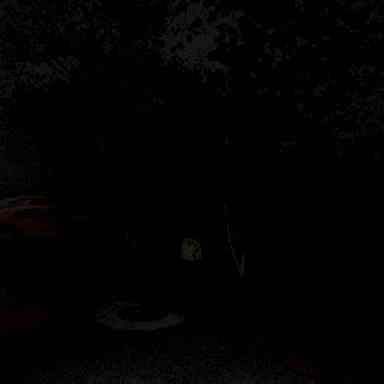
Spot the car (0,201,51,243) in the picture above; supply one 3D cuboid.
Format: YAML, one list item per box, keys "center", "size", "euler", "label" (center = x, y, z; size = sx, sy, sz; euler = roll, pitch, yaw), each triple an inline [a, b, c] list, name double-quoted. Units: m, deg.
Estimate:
- center: [-6.794, 1.343, 15.169]
  size: [5.008, 1.535, 2.097]
  euler: [1, 2, -30]
  label: "car"

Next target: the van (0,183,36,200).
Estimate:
- center: [-21.935, -0.043, 41.406]
  size: [4.442, 1.987, 1.878]
  euler: [1, 1, -30]
  label: "van"

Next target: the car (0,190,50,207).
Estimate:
- center: [-16.382, 0.612, 31.864]
  size: [4.792, 1.488, 2.163]
  euler: [1, 2, -30]
  label: "car"

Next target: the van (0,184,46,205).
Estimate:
- center: [-17.685, 0.248, 34.439]
  size: [4.442, 1.987, 1.878]
  euler: [1, 2, -30]
  label: "van"

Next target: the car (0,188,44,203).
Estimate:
- center: [-19.146, 0.398, 36.804]
  size: [4.792, 1.488, 2.163]
  euler: [1, 2, -30]
  label: "car"

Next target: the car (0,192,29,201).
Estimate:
- center: [-8.134, 1.109, 17.587]
  size: [4.553, 1.767, 2.185]
  euler: [1, 2, -30]
  label: "car"

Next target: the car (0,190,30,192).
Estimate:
- center: [-12.391, 0.905, 24.580]
  size: [5.366, 1.575, 1.946]
  euler: [1, 2, -30]
  label: "car"

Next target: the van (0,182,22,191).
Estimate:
- center: [-41.017, -1.236, 75.168]
  size: [4.442, 1.987, 1.878]
  euler: [1, 1, -30]
  label: "van"

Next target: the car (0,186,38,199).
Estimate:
- center: [-23.227, 0.096, 43.884]
  size: [5.008, 1.535, 2.097]
  euler: [1, 1, -30]
  label: "car"

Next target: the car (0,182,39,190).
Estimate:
- center: [-14.948, 0.442, 29.483]
  size: [5.566, 2.045, 2.435]
  euler: [1, 2, -30]
  label: "car"

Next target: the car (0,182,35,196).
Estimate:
- center: [-27.378, -0.411, 51.069]
  size: [5.566, 2.045, 2.435]
  euler: [1, 1, -30]
  label: "car"

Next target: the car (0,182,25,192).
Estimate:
- center: [-38.451, -1.097, 70.399]
  size: [5.566, 2.045, 2.435]
  euler: [1, 1, -30]
  label: "car"

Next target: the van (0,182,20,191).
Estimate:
- center: [-42.661, -1.329, 77.570]
  size: [4.442, 1.987, 1.878]
  euler: [1, 1, -30]
  label: "van"

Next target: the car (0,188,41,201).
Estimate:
- center: [-20.456, 0.305, 39.093]
  size: [4.792, 1.488, 2.163]
  euler: [1, 1, -30]
  label: "car"

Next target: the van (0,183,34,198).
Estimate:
- center: [-24.501, -0.213, 46.337]
  size: [4.442, 1.987, 1.878]
  euler: [1, 1, -30]
  label: "van"

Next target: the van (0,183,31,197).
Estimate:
- center: [-26.079, -0.302, 48.623]
  size: [4.442, 1.987, 1.878]
  euler: [1, 1, -30]
  label: "van"

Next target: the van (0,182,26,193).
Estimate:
- center: [-34.197, -0.814, 63.264]
  size: [4.442, 1.987, 1.878]
  euler: [1, 1, -30]
  label: "van"

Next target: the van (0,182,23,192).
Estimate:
- center: [-39.703, -1.155, 72.874]
  size: [4.442, 1.987, 1.878]
  euler: [1, 1, -30]
  label: "van"
